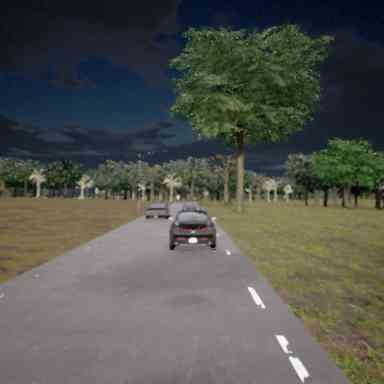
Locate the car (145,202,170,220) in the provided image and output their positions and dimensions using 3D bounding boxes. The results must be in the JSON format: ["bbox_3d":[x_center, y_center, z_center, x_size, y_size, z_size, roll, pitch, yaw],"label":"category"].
[{"bbox_3d":[-2.850,1.595,28.791,2.033,1.411,5.357,0,0,0],"label":"car"}]

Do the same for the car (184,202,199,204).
[{"bbox_3d":[-0.025,1.665,34.435,1.895,1.301,4.718,0,0,0],"label":"car"}]

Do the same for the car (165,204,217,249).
[{"bbox_3d":[0.032,1.503,14.504,1.837,1.490,4.892,0,0,0],"label":"car"}]
